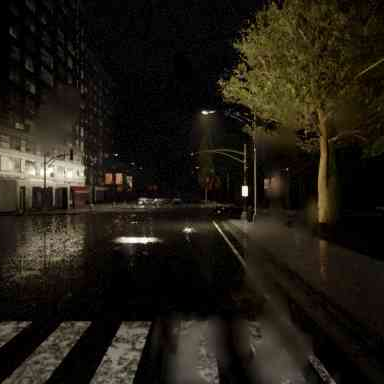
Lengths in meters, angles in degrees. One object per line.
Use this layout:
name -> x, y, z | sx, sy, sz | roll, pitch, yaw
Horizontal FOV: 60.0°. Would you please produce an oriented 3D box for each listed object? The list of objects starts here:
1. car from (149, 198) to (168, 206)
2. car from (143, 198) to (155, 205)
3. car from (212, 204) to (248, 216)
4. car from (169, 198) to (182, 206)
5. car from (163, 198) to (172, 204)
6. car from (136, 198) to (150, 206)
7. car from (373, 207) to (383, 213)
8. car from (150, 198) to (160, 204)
car -> -6.367, 1.975, 64.327 | 2.033, 1.411, 5.357 | 0, -1, 1
car -> -9.551, 2.110, 74.890 | 2.033, 1.411, 5.357 | 0, -1, 0
car -> 4.457, 2.017, 36.932 | 4.718, 1.301, 1.895 | 8, -5, -44
car -> -2.976, 2.011, 67.203 | 2.033, 1.411, 5.357 | 0, -1, 0
car -> -6.274, 2.310, 84.601 | 1.895, 1.301, 4.718 | 0, -1, 0
car -> -9.616, 1.922, 64.593 | 2.128, 1.511, 4.902 | 0, -1, 1
car -> 42.461, 4.000, 74.943 | 5.357, 1.411, 2.033 | 4, -3, -45
car -> -9.522, 2.267, 85.433 | 2.033, 1.411, 5.357 | 0, -1, 0
